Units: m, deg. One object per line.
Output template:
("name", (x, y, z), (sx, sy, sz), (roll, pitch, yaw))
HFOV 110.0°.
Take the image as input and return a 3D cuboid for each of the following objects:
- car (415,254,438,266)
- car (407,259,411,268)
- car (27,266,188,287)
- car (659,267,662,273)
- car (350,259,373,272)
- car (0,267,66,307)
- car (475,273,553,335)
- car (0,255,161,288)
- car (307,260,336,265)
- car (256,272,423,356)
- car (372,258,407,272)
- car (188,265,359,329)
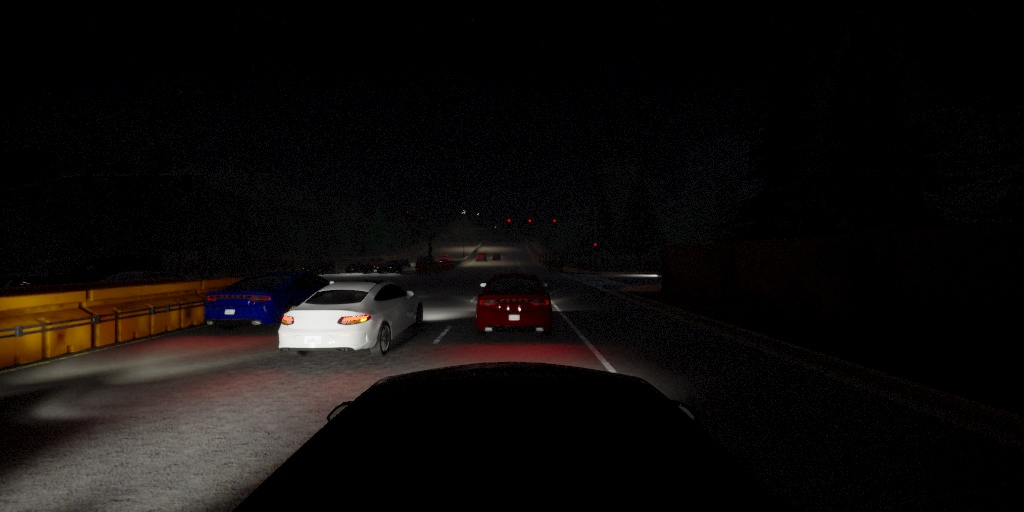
("car", (-14.208, 0.973, 58.865), (2.150, 2.045, 5.566), (0, 0, 0))
("car", (-17.706, 1.241, 57.286), (2.128, 1.511, 4.902), (0, 0, 0))
("car", (-14.126, 1.275, 13.500), (1.812, 1.442, 4.674), (0, 0, 0))
("car", (17.273, 1.314, 36.498), (4.181, 1.385, 1.994), (0, 0, 0))
("car", (-17.684, 1.314, 41.708), (1.994, 1.385, 4.181), (0, 0, 0))
("car", (-21.125, 1.242, 13.679), (2.128, 1.511, 4.902), (0, 0, 0))
("car", (0.056, 1.228, 10.499), (1.882, 1.535, 5.008), (0, 0, 0))
("car", (-17.628, 0.973, 14.873), (2.150, 2.045, 5.566), (0, 0, 0))
("car", (-21.181, 1.255, 39.608), (1.837, 1.490, 4.892), (0, 0, 0))
("car", (-3.449, 1.276, 8.468), (1.812, 1.442, 4.674), (0, 0, -1))
("car", (-14.186, 1.276, 41.783), (1.812, 1.442, 4.674), (0, 0, 0))
("car", (-6.942, 1.228, 11.306), (1.882, 1.535, 5.008), (0, 0, 0))
